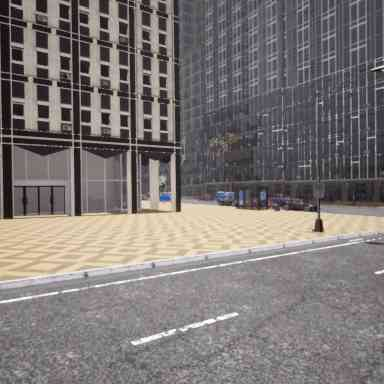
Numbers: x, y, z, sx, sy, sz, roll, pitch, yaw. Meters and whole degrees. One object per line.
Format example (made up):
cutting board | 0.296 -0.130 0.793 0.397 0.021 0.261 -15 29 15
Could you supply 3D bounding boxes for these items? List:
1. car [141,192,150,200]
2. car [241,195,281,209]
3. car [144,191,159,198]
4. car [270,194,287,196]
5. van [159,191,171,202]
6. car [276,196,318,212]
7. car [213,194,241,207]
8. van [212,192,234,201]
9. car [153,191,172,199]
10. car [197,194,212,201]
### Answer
car | -10.695 1.043 68.679 2.008 1.369 4.403 0 1 -34
car | 8.424 1.392 40.444 1.802 1.307 4.206 0 1 -34
car | -10.176 0.691 82.789 1.967 1.590 4.097 0 1 -34
car | 11.515 1.039 46.365 2.097 1.767 4.553 -1 1 -34
van | -4.291 0.941 59.285 1.690 1.788 3.998 0 1 -34
car | 11.612 1.427 35.737 1.947 1.339 4.313 0 1 -34
car | 5.270 1.323 45.172 1.947 1.339 4.313 0 1 -34
van | 5.834 0.860 59.309 1.690 1.788 3.998 0 1 -34
car | -6.974 0.620 78.092 2.192 1.841 5.009 0 1 -34
car | 2.633 1.048 64.008 1.802 1.307 4.206 0 1 -34
